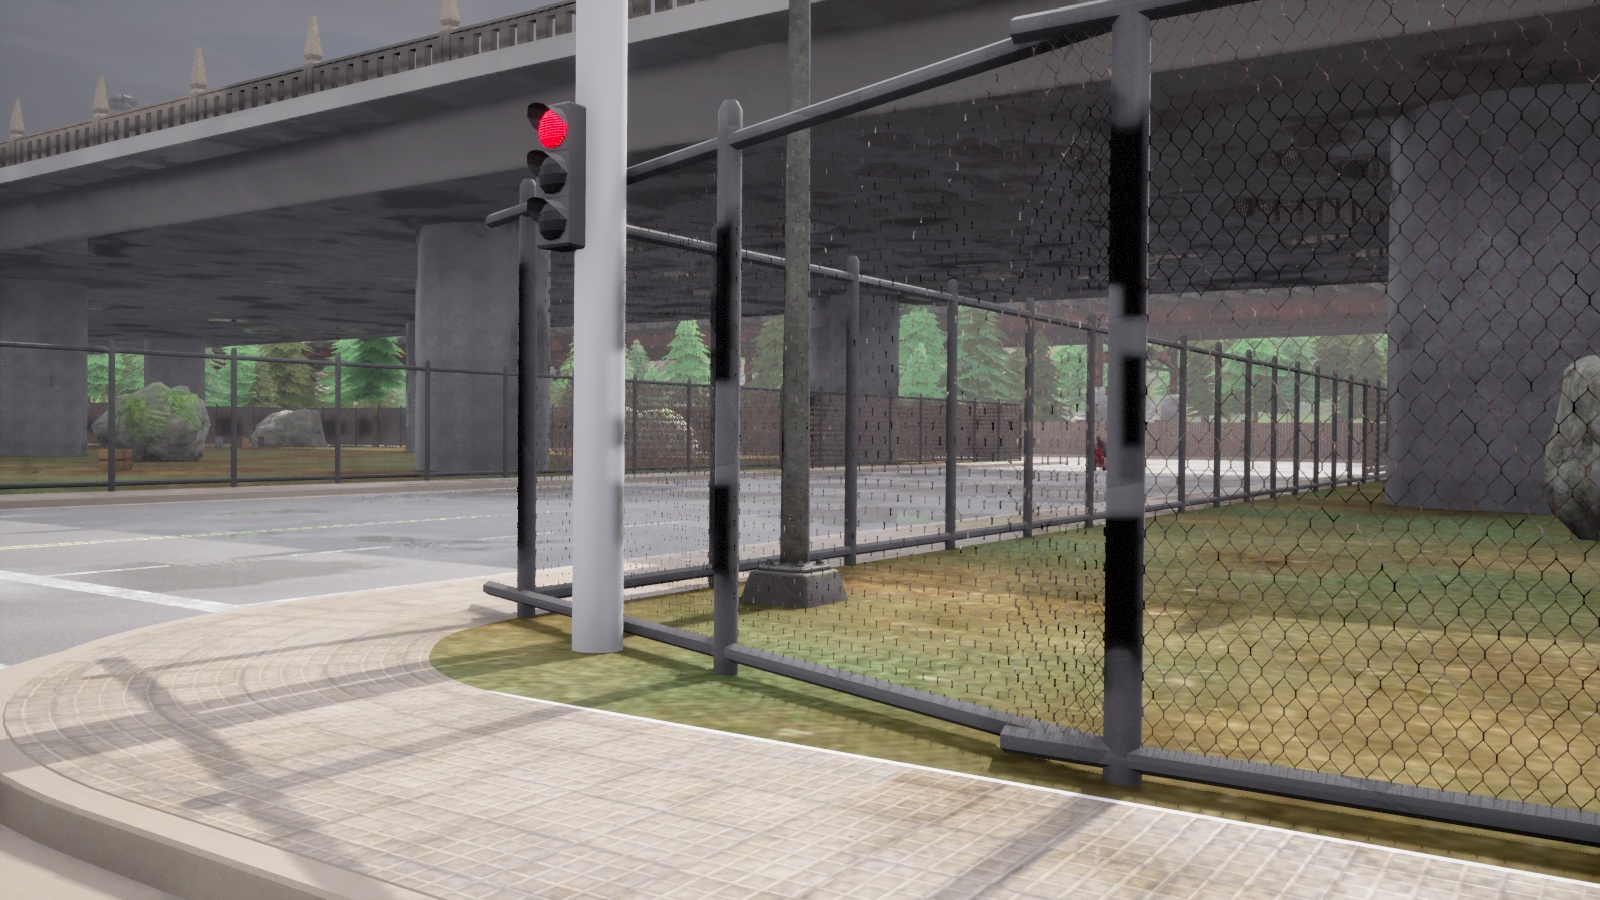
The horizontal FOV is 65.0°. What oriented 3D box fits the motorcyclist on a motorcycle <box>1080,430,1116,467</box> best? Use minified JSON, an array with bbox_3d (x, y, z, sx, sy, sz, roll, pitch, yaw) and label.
[{"bbox_3d":[12.576,-0.068,52.964,0.797,1.523,2.044,0,1,33],"label":"motorcyclist on a motorcycle"}]
